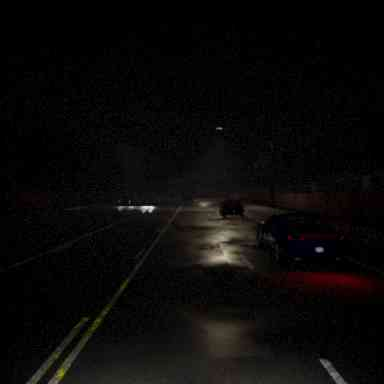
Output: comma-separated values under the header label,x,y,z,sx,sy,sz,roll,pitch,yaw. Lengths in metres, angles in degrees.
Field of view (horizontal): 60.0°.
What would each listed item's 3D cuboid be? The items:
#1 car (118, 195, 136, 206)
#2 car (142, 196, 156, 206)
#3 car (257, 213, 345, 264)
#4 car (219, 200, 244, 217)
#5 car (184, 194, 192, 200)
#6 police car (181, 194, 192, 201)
label,x,y,z,sx,sy,sz,roll,pitch,yaw
car,-10.554,1.333,54.216,2.097,1.767,4.553,0,0,0
car,-7.054,1.472,54.714,2.128,1.511,4.902,0,0,1
car,3.599,1.474,11.861,1.882,1.535,5.008,0,0,0
car,3.597,1.467,30.878,1.882,1.535,5.008,0,0,0
car,-1.059,1.448,90.030,1.882,1.535,5.008,0,0,0
police car,-1.058,1.399,80.138,1.930,1.638,5.238,0,0,0
